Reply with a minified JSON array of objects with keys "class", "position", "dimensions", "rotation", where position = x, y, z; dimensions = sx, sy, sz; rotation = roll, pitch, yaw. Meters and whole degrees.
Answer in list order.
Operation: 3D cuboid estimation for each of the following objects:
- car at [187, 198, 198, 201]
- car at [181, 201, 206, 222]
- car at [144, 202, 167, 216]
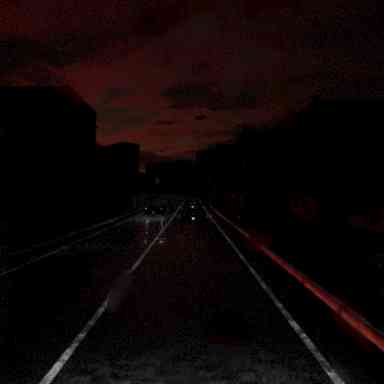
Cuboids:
[{"class":"car","position":[0.068,1.507,42.844],"dimensions":[1.837,1.490,4.892],"rotation":[0,0,0]},{"class":"car","position":[0.087,1.658,26.545],"dimensions":[1.895,1.301,4.718],"rotation":[0,0,0]},{"class":"car","position":[-3.618,1.652,33.561],"dimensions":[1.895,1.301,4.718],"rotation":[0,0,0]}]
